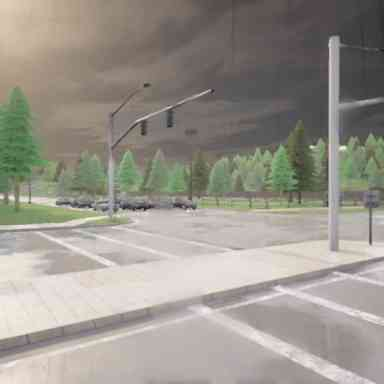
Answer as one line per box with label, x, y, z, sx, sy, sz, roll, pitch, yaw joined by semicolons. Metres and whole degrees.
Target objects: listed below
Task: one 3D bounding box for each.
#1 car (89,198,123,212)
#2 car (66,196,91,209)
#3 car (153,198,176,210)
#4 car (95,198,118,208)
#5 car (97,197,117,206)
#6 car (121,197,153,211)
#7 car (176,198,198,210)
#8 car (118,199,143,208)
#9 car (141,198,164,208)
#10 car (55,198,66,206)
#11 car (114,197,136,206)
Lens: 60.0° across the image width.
car;-10.442;1.676;40.137;1.895;1.301;4.718;0;0;-35
car;-15.988;1.623;48.037;2.033;1.411;5.357;0;0;-35
car;-4.411;1.675;43.732;1.994;1.385;4.181;0;0;-35
car;-12.764;1.619;49.542;1.812;1.442;4.674;0;0;-35
car;-15.153;1.676;59.075;1.994;1.385;4.181;0;0;-35
car;-7.398;1.640;41.894;2.033;1.411;5.357;0;0;-35
car;-1.200;1.633;45.249;1.837;1.490;4.892;0;0;-35
car;-9.439;1.712;50.893;1.895;1.301;4.718;0;0;-35
car;-6.295;1.693;52.520;1.994;1.385;4.181;0;0;-35
car;-21.696;1.640;56.211;1.994;1.385;4.181;0;0;-35
car;-12.299;1.677;61.114;2.033;1.411;5.357;0;0;-35
